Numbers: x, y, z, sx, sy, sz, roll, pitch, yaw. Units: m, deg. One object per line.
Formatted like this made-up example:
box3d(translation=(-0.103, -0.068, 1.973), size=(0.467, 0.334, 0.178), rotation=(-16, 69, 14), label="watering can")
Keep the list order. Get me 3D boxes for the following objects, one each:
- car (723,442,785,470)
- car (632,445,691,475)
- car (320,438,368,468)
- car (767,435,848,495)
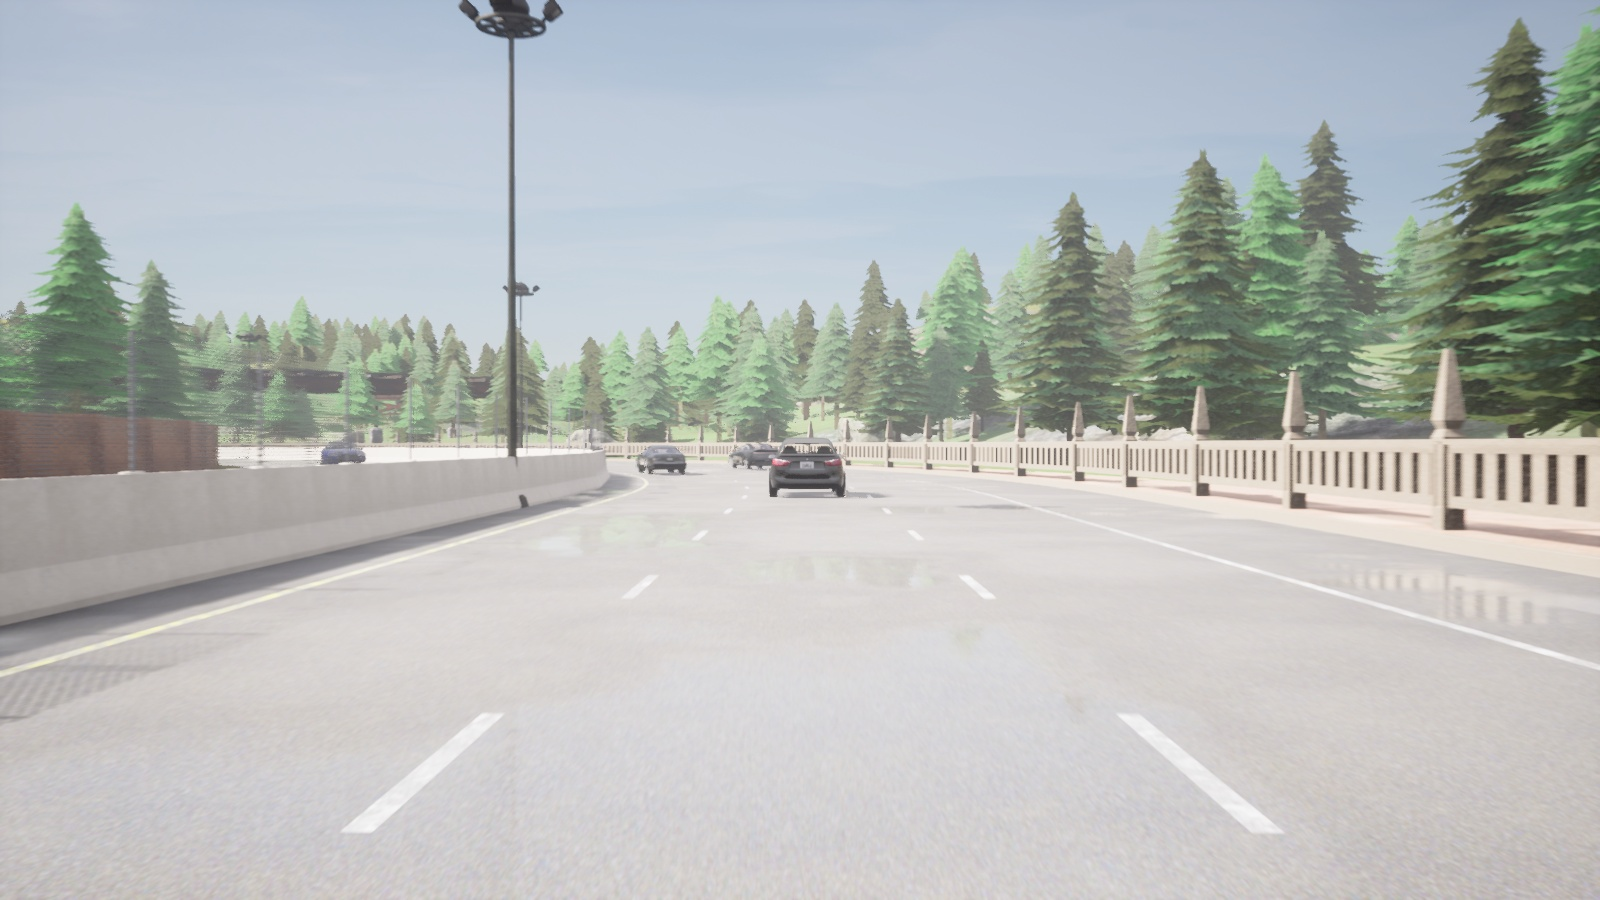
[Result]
box3d(translation=(-2.679, 0.327, 71.863), size=(2.128, 1.511, 4.902), rotation=(0, 0, -19), label="car")
box3d(translation=(-6.918, 0.465, 62.239), size=(2.033, 1.411, 5.357), rotation=(0, 0, -16), label="car")
box3d(translation=(-28.246, 0.178, 77.682), size=(2.097, 1.767, 4.553), rotation=(0, 0, -29), label="car")
box3d(translation=(0.173, 0.399, 36.996), size=(2.242, 1.667, 4.611), rotation=(0, 0, -1), label="car")
